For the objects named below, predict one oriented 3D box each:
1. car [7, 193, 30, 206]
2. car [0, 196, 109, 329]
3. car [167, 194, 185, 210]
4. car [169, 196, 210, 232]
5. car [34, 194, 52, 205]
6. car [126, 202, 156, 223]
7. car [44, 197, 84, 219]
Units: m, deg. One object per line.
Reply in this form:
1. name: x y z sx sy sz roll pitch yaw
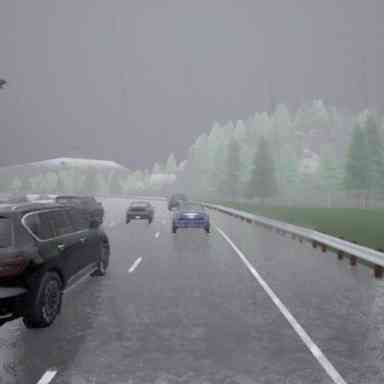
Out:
1. car: -29.998 1.225 57.608 2.150 2.045 5.566 0 0 -13
2. car: -3.401 1.222 7.080 2.150 2.045 5.566 0 0 0
3. car: -1.846 1.224 40.559 2.150 2.045 5.566 0 0 -7
4. car: -0.129 1.353 20.109 2.097 1.767 4.553 0 0 -2
5. car: -27.243 1.357 60.941 2.097 1.767 4.553 0 0 -14
6. car: -3.898 1.506 25.458 1.837 1.490 4.892 0 0 -4
7. car: -11.230 1.354 29.585 2.097 1.767 4.553 0 0 -5
